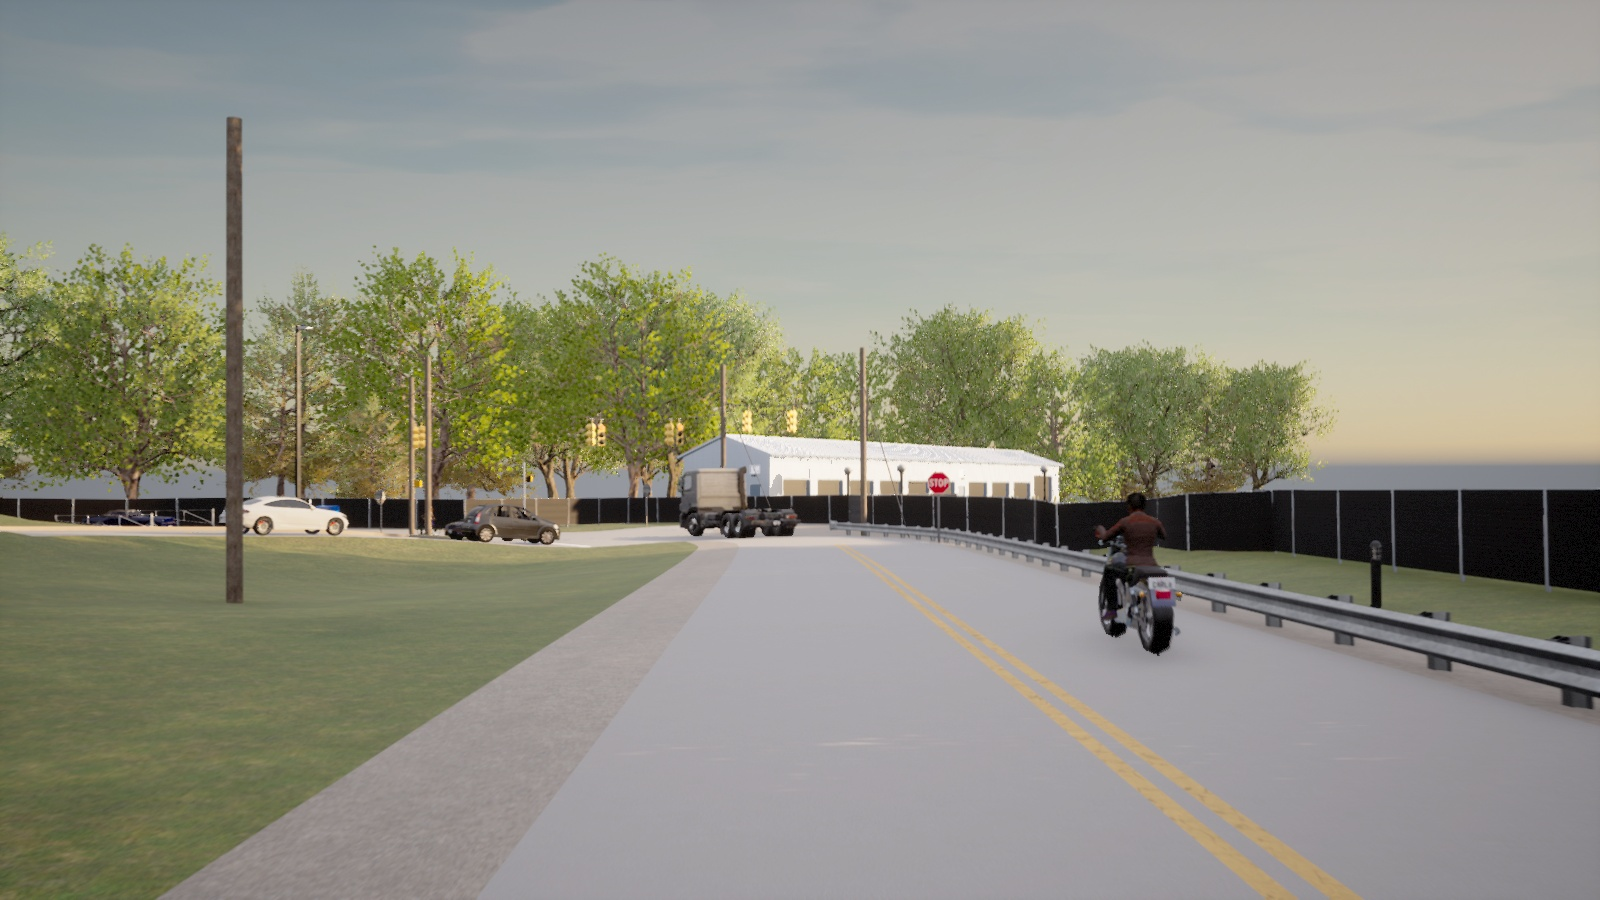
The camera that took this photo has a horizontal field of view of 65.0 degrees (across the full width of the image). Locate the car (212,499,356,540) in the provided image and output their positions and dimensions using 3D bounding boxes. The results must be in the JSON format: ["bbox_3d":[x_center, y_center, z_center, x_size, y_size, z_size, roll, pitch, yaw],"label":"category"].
[{"bbox_3d":[-19.304,2.624,47.157,1.812,1.442,4.674,-2,-4,39],"label":"car"}]

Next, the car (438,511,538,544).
[{"bbox_3d":[-14.447,3.642,58.304,1.816,1.474,4.193,-4,-6,43],"label":"car"}]

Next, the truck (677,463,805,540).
[{"bbox_3d":[-3.014,2.509,60.803,2.891,3.462,7.936,0,-3,-29],"label":"truck"}]

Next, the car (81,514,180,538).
[{"bbox_3d":[-39.126,4.453,73.455,4.718,1.301,1.895,0,-1,-3],"label":"car"}]

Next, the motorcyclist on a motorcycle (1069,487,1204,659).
[{"bbox_3d":[3.512,1.238,13.346,0.766,1.649,2.350,-1,-2,0],"label":"motorcyclist on a motorcycle"}]

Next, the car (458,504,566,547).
[{"bbox_3d":[-12.154,3.192,53.067,3.988,1.617,1.851,5,-4,-33],"label":"car"}]
